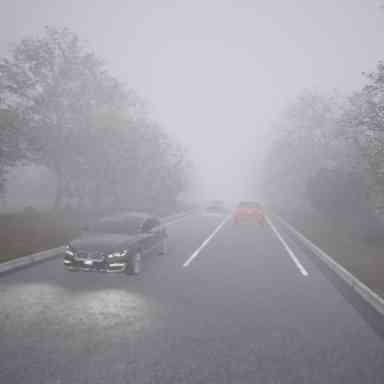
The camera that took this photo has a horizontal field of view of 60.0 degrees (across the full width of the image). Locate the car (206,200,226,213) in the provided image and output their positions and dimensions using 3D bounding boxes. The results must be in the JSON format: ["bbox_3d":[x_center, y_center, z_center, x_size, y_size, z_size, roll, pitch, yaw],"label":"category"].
[{"bbox_3d":[2.847,1.601,37.957,2.033,1.411,5.357,2,0,10],"label":"car"}]

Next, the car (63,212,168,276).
[{"bbox_3d":[-2.039,1.428,10.268,1.837,1.490,4.892,2,0,10],"label":"car"}]

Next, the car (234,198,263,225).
[{"bbox_3d":[4.397,1.467,25.700,2.097,1.767,4.553,2,0,10],"label":"car"}]

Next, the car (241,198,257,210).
[{"bbox_3d":[8.481,1.711,49.277,2.128,1.511,4.902,2,0,10],"label":"car"}]
